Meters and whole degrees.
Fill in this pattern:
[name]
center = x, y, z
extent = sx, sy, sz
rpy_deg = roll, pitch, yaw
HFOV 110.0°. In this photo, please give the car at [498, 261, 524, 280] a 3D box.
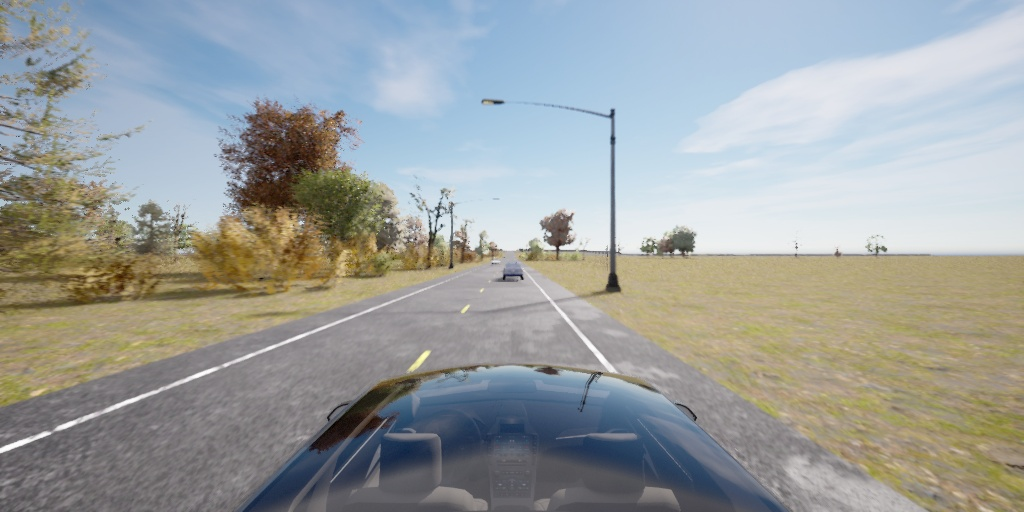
[car]
center = 0.089, 1.306, 31.911
extent = 2.033, 1.411, 5.357
rpy_deg = 0, 0, 0
